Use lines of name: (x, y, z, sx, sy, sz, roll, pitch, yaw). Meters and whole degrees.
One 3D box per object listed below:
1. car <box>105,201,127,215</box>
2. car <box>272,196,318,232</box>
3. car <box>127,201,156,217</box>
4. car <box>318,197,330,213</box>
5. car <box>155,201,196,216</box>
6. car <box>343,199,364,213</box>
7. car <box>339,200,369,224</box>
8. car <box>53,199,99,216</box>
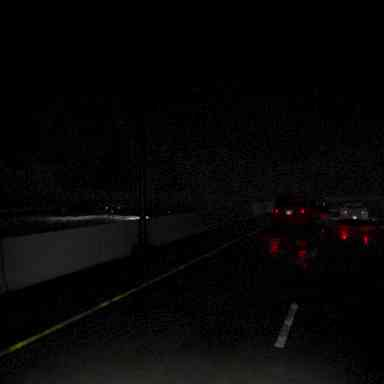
car: (-6.856, 1.632, 34.395, 1.895, 1.301, 4.718, 0, 0, 24)
car: (6.412, 1.232, 20.726, 2.150, 2.045, 5.566, 0, 0, 24)
car: (-3.997, 1.591, 32.173, 1.994, 1.385, 4.181, 0, 0, 24)
car: (14.317, 1.369, 37.539, 2.097, 1.767, 4.553, 0, 0, 28)
car: (-1.167, 1.587, 29.949, 1.994, 1.385, 4.181, 0, 0, 24)
car: (18.458, 1.562, 37.923, 2.033, 1.411, 5.357, 0, 0, 28)
car: (12.013, 1.536, 24.731, 1.812, 1.442, 4.674, 0, 0, 24)
car: (-11.374, 1.511, 32.856, 1.882, 1.535, 5.008, 0, 0, 24)
